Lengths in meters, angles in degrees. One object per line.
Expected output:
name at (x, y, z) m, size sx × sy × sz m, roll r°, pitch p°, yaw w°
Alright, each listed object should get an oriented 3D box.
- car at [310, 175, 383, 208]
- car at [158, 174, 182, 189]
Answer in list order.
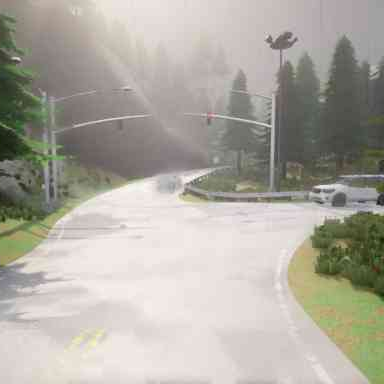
car at (10.658, -0.135, 22.028) m, size 5.566 × 2.045 × 2.150 m, roll -1°, pitch 5°, yaw -13°
car at (-2.352, -1.194, 35.367) m, size 1.812 × 1.442 × 4.674 m, roll 0°, pitch 9°, yaw 10°
